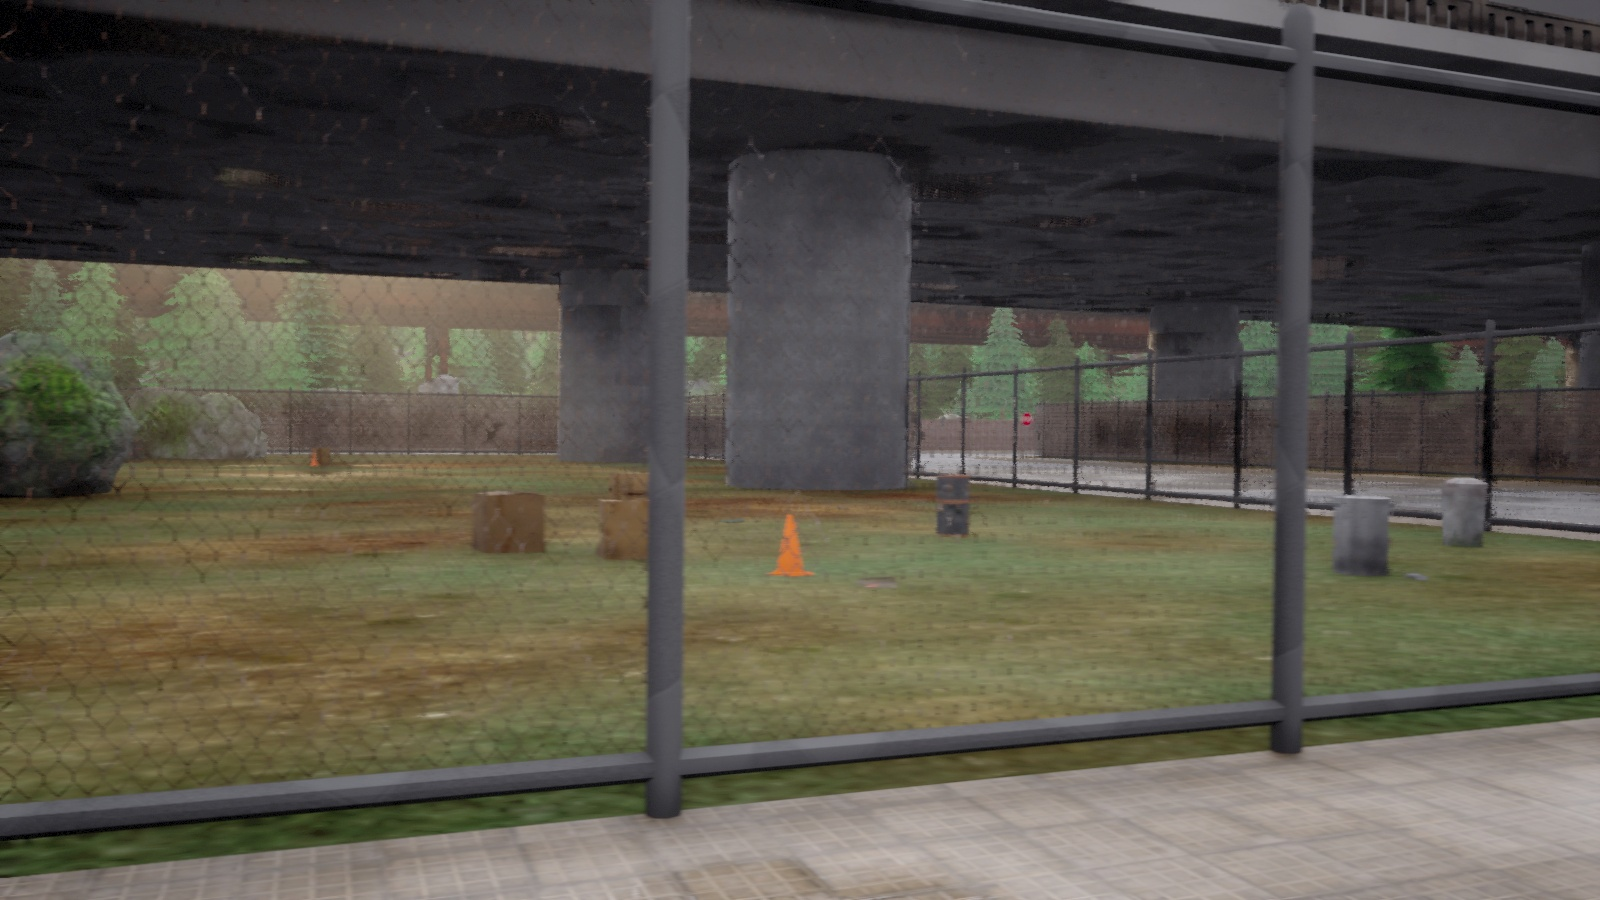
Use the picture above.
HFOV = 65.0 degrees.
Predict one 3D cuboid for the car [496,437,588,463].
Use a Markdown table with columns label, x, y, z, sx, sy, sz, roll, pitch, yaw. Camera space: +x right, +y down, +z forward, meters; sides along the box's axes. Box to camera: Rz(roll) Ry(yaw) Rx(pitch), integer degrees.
| label | x | y | z | sx | sy | sz | roll | pitch | yaw |
| --- | --- | --- | --- | --- | --- | --- | --- | --- | --- |
| car | -14.271 | -0.022 | 69.430 | 4.718 | 1.301 | 1.895 | -1 | 1 | -21 |
